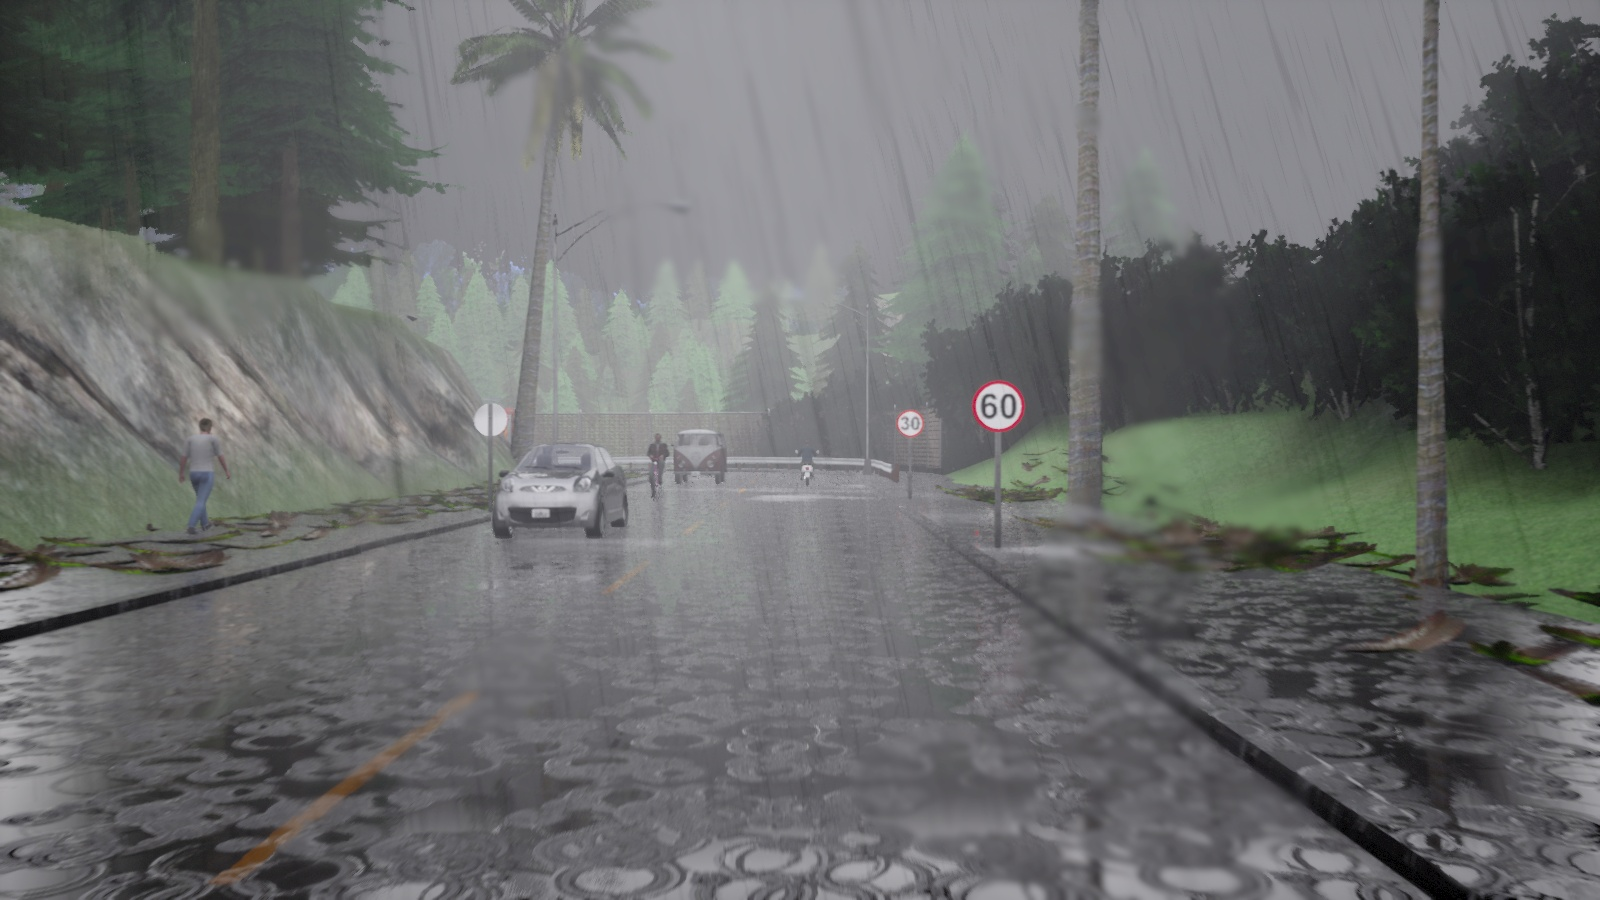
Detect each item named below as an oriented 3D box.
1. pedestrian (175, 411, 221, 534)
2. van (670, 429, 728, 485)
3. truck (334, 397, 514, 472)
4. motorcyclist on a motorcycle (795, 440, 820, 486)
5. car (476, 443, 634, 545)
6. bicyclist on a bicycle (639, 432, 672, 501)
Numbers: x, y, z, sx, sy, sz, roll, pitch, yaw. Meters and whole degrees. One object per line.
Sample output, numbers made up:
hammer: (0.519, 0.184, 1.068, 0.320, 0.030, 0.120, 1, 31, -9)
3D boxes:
pedestrian: (-9.182, 0.332, 19.157, 0.354, 1.836, 0.706, 0, 0, 0)
van: (-3.725, 0.232, 46.929, 1.775, 1.987, 4.442, 0, 0, 0)
truck: (-19.480, -0.803, 65.424, 8.468, 3.827, 2.891, 0, 0, -1)
motorcyclist on a motorcycle: (0.256, 0.449, 44.477, 0.866, 1.590, 1.817, 0, 0, 0)
car: (-3.874, 0.643, 20.431, 1.845, 1.501, 3.633, 0, 0, 0)
bicyclist on a bicycle: (-3.805, 0.427, 33.238, 0.659, 1.776, 1.843, 0, 0, 0)
